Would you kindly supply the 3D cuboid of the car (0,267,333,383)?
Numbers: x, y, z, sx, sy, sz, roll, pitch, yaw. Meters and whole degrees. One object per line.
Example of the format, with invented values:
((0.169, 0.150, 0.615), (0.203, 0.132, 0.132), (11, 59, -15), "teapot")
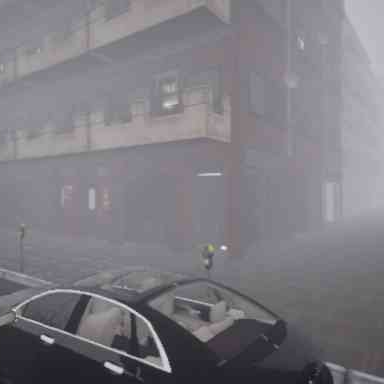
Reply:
((-0.840, 1.533, 3.653), (4.403, 1.369, 2.008), (0, 0, 35), "car")
